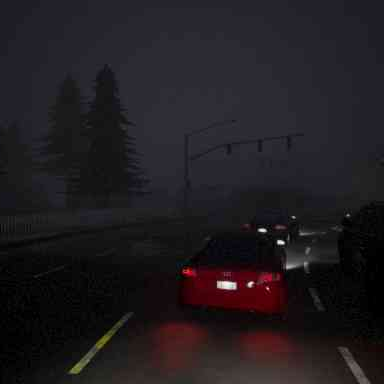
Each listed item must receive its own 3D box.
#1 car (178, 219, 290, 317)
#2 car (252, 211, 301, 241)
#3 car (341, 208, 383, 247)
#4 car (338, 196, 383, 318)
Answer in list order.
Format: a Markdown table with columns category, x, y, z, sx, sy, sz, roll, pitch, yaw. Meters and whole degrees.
| category | x | y | z | sx | sy | sz | roll | pitch | yaw |
| --- | --- | --- | --- | --- | --- | --- | --- | --- | --- |
| car | 1.130 | 1.564 | 7.620 | 1.994 | 1.385 | 4.181 | 0 | 0 | 15 |
| car | 3.792 | 1.564 | 15.589 | 1.994 | 1.385 | 4.181 | 0 | 0 | 26 |
| car | 8.371 | 1.564 | 15.849 | 1.994 | 1.385 | 4.181 | 0 | 0 | 28 |
| car | 4.707 | 1.221 | 7.259 | 2.150 | 2.045 | 5.566 | 0 | 0 | 15 |
